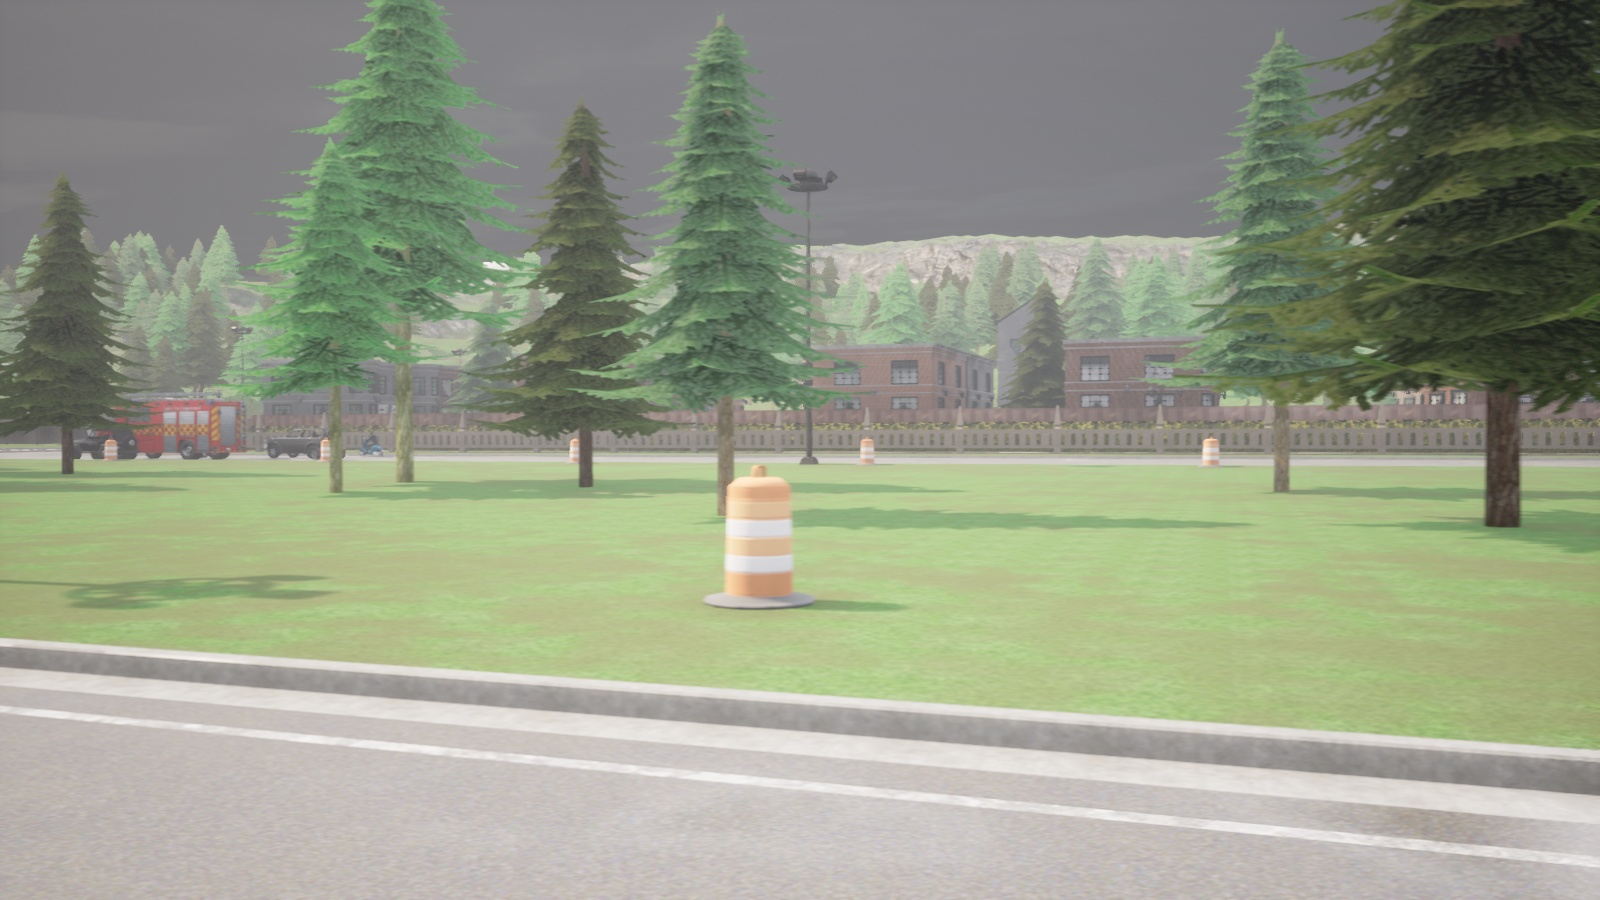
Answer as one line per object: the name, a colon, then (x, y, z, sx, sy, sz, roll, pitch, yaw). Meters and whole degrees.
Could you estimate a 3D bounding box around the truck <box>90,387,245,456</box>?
truck: (-36.743, -1.645, 72.956, 8.468, 3.827, 2.891, 1, 1, 18)

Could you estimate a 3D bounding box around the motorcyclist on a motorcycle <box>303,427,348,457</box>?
motorcyclist on a motorcycle: (-26.239, -0.435, 69.470, 2.350, 1.649, 0.766, 0, 1, 18)

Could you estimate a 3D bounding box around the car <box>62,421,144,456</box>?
car: (-38.843, -0.644, 69.980, 3.866, 1.878, 1.905, 1, 1, 19)

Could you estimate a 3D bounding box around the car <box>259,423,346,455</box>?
car: (-29.380, -0.655, 74.203, 4.605, 1.855, 1.932, 1, 1, 19)

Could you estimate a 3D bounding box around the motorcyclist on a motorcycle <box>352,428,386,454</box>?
motorcyclist on a motorcycle: (-26.377, -0.551, 76.894, 1.817, 1.590, 0.866, 1, 1, 18)
